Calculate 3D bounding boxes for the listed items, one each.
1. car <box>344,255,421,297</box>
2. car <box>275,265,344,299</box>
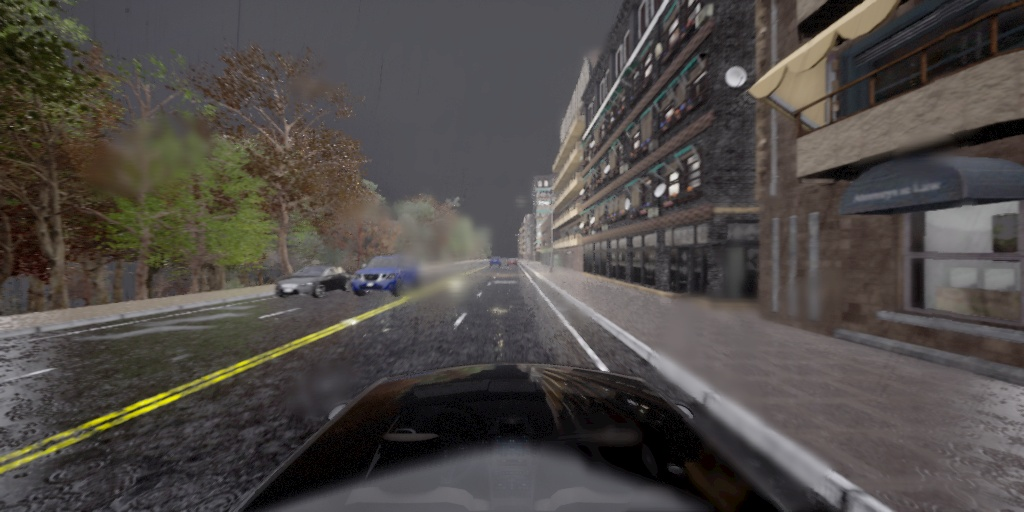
[{"bbox_3d":[-6.533,0.972,19.350,2.150,2.045,5.566,0,0,1],"label":"car"},{"bbox_3d":[-9.793,1.241,18.187,2.128,1.511,4.902,0,0,0],"label":"car"}]
